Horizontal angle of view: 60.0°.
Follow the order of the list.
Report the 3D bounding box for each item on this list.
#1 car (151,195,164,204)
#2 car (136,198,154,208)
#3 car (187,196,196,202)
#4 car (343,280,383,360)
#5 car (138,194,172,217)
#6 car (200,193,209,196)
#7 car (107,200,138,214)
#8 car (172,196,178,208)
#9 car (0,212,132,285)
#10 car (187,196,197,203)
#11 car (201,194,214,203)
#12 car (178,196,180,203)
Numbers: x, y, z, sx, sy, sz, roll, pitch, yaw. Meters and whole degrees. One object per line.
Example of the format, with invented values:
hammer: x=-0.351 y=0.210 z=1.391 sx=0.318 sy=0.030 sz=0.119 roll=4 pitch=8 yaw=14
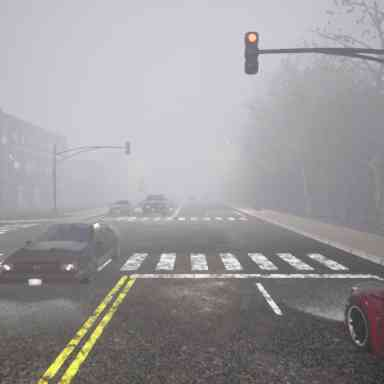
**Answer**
car: x=-6.659 y=1.451 z=64.087 sx=1.882 sy=1.535 sz=5.008 roll=0 pitch=0 yaw=0
car: x=-6.686 y=1.582 z=47.578 sx=1.895 sy=1.301 sz=4.718 roll=0 pitch=0 yaw=0
car: x=-0.140 y=1.561 z=77.243 sx=1.895 sy=1.301 sz=4.718 roll=0 pitch=0 yaw=0
car: x=3.346 y=1.563 z=3.502 sx=1.994 sy=1.385 sz=4.181 roll=0 pitch=0 yaw=0
car: x=-3.409 y=1.210 z=31.873 sx=2.150 sy=2.045 sz=5.566 roll=0 pitch=0 yaw=0
car: x=3.113 y=1.191 z=76.267 sx=2.150 sy=2.045 sz=5.566 roll=0 pitch=0 yaw=0
car: x=-6.659 y=1.515 z=32.012 sx=1.812 sy=1.442 sz=4.674 roll=0 pitch=0 yaw=0
car: x=-3.435 y=1.528 z=47.216 sx=2.033 sy=1.411 sz=5.357 roll=0 pitch=0 yaw=0
car: x=-3.368 y=1.545 z=9.803 sx=2.033 sy=1.411 sz=5.357 roll=0 pitch=0 yaw=0
car: x=-0.021 y=1.450 z=66.960 sx=1.882 sy=1.535 sz=5.008 roll=0 pitch=0 yaw=0
car: x=3.226 y=1.573 z=66.084 sx=1.895 sy=1.301 sz=4.718 roll=0 pitch=0 yaw=0
car: x=-3.391 y=1.464 z=67.384 sx=2.128 sy=1.511 sz=4.902 roll=0 pitch=0 yaw=0
